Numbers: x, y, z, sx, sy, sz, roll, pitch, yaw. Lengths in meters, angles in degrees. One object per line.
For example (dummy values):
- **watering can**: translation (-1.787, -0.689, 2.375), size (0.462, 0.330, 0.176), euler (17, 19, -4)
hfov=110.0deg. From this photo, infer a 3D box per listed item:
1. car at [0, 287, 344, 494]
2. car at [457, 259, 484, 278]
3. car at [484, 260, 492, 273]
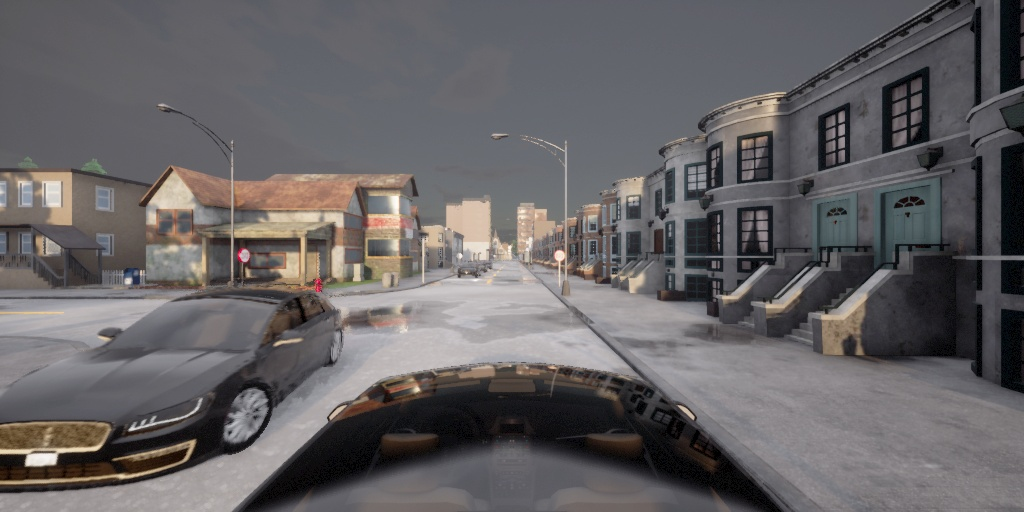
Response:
- **car**: translation (-3.849, 1.257, 5.035), size (1.837, 1.490, 4.892), euler (3, -1, -10)
- **car**: translation (-4.015, 1.255, 34.195), size (1.837, 1.490, 4.892), euler (0, 0, 0)
- **car**: translation (-3.980, 1.242, 43.570), size (2.128, 1.511, 4.902), euler (0, 0, 0)
